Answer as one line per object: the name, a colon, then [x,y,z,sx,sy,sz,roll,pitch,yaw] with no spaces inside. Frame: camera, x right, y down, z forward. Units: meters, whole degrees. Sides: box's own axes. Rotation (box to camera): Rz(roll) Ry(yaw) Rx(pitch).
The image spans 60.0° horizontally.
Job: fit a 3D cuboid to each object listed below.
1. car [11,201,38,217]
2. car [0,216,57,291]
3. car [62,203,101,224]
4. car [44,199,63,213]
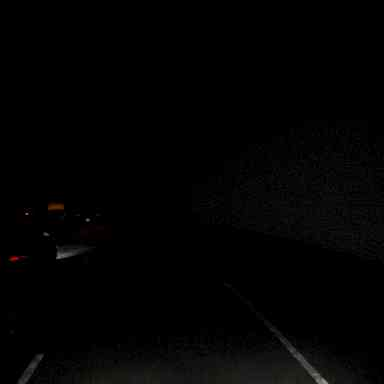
car: [-15.288,1.620,30.485,1.837,1.490,4.892,0,0,-29]
car: [-4.952,1.601,8.965,1.994,1.385,4.181,0,0,-14]
car: [-8.353,1.668,25.243,1.895,1.301,4.718,0,0,-29]
car: [-16.324,1.604,39.413,1.882,1.535,5.008,0,0,-30]
